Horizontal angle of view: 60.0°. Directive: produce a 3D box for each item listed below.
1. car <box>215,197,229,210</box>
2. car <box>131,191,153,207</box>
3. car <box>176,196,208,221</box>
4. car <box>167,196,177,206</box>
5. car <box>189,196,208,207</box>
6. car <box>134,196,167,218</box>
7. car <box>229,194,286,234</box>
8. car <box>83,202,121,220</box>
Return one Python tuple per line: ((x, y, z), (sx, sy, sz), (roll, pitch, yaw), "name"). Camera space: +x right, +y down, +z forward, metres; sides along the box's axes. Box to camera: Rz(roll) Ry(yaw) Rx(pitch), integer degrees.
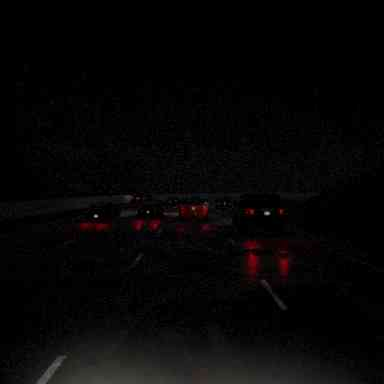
((3.725, 1.297, 39.357), (2.033, 1.411, 5.357), (0, 0, 2), "car")
((-6.501, 0.939, 44.230), (2.150, 2.045, 5.566), (0, 0, 5), "car")
((0.103, 1.189, 25.585), (2.097, 1.767, 4.553), (0, 0, 0), "car")
((-2.581, 1.274, 45.535), (1.994, 1.385, 4.181), (0, 0, 9), "car")
((0.917, 1.275, 45.327), (1.994, 1.385, 4.181), (0, 0, 9), "car")
((-3.397, 1.347, 28.001), (1.812, 1.442, 4.674), (0, 0, 0), "car")
((3.603, 1.102, 18.626), (2.150, 2.045, 5.566), (0, 0, 0), "car")
((-6.898, 1.434, 26.130), (1.895, 1.301, 4.718), (0, 0, 0), "car")
